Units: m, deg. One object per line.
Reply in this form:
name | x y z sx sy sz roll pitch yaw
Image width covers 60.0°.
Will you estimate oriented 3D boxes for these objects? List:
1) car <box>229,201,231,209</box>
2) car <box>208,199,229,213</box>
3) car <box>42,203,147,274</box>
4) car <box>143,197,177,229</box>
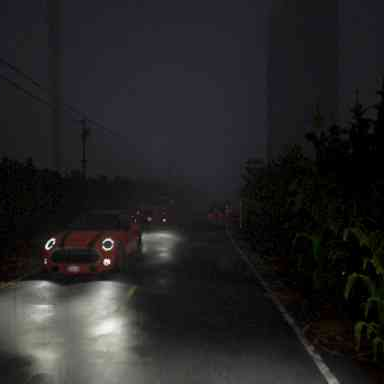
car | 4.839 1.800 50.189 2.128 1.511 4.902 0 0 11
car | 3.116 1.849 40.479 1.895 1.301 4.718 0 0 10
car | -2.990 1.418 10.873 2.097 1.767 4.553 0 0 2
car | -2.410 1.366 23.406 2.150 2.045 5.566 0 -1 5
